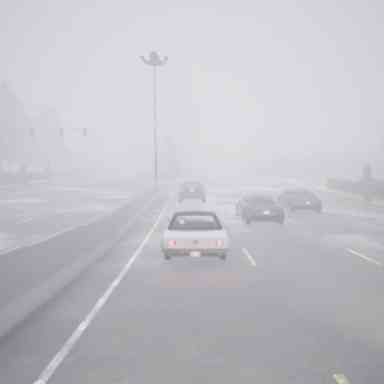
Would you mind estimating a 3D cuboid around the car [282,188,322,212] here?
[{"bbox_3d":[7.037,0.419,22.119,1.994,1.385,4.181,0,6,0],"label":"car"}]

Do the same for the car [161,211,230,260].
[{"bbox_3d":[0.089,1.280,11.197,1.895,1.301,4.718,0,3,0],"label":"car"}]

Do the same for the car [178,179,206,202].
[{"bbox_3d":[0.010,-0.274,26.863,2.097,1.767,4.553,0,6,0],"label":"car"}]

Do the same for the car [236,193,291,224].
[{"bbox_3d":[3.558,0.797,17.923,1.994,1.385,4.181,0,5,0],"label":"car"}]
